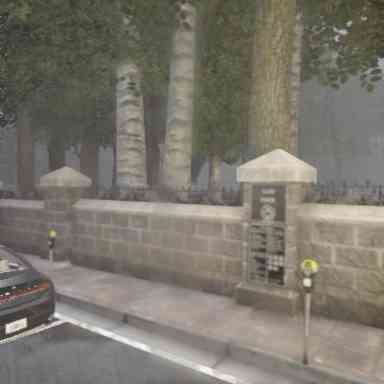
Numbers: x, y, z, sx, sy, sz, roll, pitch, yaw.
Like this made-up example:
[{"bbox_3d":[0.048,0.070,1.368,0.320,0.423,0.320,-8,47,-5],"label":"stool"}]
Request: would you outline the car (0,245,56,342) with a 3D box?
[{"bbox_3d":[-4.125,1.567,5.731,4.403,1.369,2.008,0,1,36],"label":"car"}]
